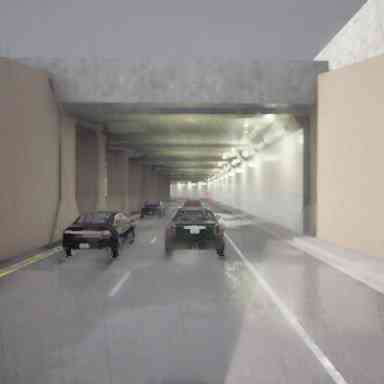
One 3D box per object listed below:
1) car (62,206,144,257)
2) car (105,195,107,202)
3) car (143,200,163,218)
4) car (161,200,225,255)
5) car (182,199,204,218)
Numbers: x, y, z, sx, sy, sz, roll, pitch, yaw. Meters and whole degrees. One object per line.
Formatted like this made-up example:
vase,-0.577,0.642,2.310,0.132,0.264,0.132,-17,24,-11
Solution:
car,-3.402,1.489,12.954,2.128,1.511,4.902,0,0,0
car,-14.071,1.342,53.912,2.097,1.767,4.553,0,0,0
car,-3.405,1.486,29.770,2.128,1.511,4.902,0,0,0
car,0.098,1.350,13.440,2.097,1.767,4.553,0,0,0
car,0.095,1.472,31.347,1.882,1.535,5.008,0,0,0
